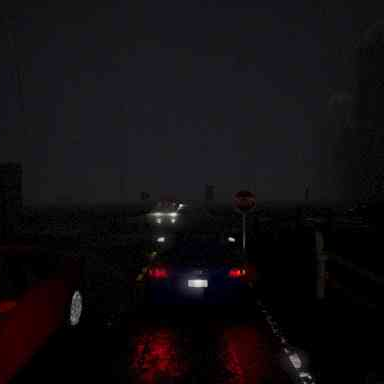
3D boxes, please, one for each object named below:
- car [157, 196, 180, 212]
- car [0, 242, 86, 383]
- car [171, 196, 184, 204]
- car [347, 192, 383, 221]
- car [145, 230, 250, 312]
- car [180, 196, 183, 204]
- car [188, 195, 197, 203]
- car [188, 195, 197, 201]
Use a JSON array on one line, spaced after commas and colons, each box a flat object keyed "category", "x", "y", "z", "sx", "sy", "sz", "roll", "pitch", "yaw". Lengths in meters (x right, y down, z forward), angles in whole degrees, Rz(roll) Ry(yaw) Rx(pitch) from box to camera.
[{"category": "car", "x": -2.810, "y": 1.359, "z": 38.705, "sx": 2.097, "sy": 1.767, "sz": 4.553, "roll": 0, "pitch": 0, "yaw": 0}, {"category": "car", "x": -2.846, "y": 1.476, "z": 4.041, "sx": 1.882, "sy": 1.535, "sz": 5.008, "roll": 0, "pitch": 0, "yaw": 0}, {"category": "car", "x": -2.735, "y": 1.521, "z": 63.853, "sx": 2.128, "sy": 1.511, "sz": 4.902, "roll": 0, "pitch": 0, "yaw": 1}, {"category": "car", "x": 14.538, "y": 0.971, "z": 24.577, "sx": 5.566, "sy": 2.045, "sz": 2.150, "roll": -1, "pitch": 1, "yaw": 0}, {"category": "car", "x": 0.106, "y": 1.562, "z": 7.807, "sx": 1.994, "sy": 1.385, "sz": 4.181, "roll": 0, "pitch": 0, "yaw": 0}, {"category": "car", "x": -2.794, "y": 1.562, "z": 49.110, "sx": 2.033, "sy": 1.411, "sz": 5.357, "roll": 0, "pitch": 0, "yaw": 0}, {"category": "car", "x": 0.072, "y": 1.585, "z": 68.961, "sx": 2.033, "sy": 1.411, "sz": 5.357, "roll": 0, "pitch": 0, "yaw": 0}, {"category": "car", "x": 0.083, "y": 1.489, "z": 79.386, "sx": 1.994, "sy": 1.385, "sz": 4.181, "roll": 0, "pitch": 0, "yaw": 0}]
